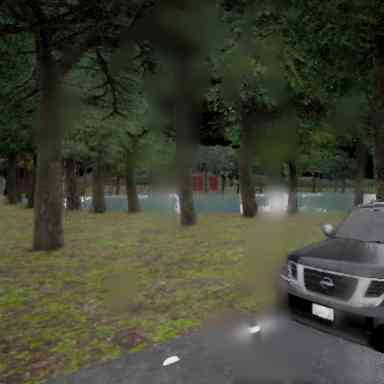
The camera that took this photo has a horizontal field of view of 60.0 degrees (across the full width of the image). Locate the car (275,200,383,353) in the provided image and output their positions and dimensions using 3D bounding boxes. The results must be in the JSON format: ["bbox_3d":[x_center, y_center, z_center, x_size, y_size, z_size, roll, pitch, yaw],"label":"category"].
[{"bbox_3d":[3.924,1.172,5.945,5.566,2.045,2.150,-1,0,-36],"label":"car"}]
